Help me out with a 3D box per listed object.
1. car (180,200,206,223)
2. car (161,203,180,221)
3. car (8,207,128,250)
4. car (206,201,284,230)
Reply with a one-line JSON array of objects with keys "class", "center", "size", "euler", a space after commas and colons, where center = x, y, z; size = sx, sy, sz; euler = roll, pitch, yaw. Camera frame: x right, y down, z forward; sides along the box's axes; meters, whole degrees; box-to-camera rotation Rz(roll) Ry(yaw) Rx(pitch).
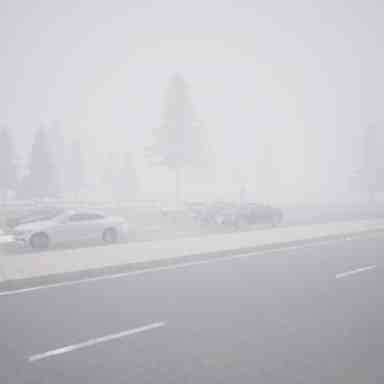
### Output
[{"class": "car", "center": [1.971, 1.429, 23.763], "size": [4.902, 1.511, 2.128], "euler": [0, 0, -35]}, {"class": "car", "center": [-0.139, 1.415, 26.556], "size": [5.008, 1.535, 1.882], "euler": [0, 0, -35]}, {"class": "car", "center": [-5.113, 1.508, 14.464], "size": [4.674, 1.442, 1.812], "euler": [0, 0, -35]}, {"class": "car", "center": [3.588, 1.431, 20.619], "size": [4.902, 1.511, 2.128], "euler": [0, 0, -35]}]
